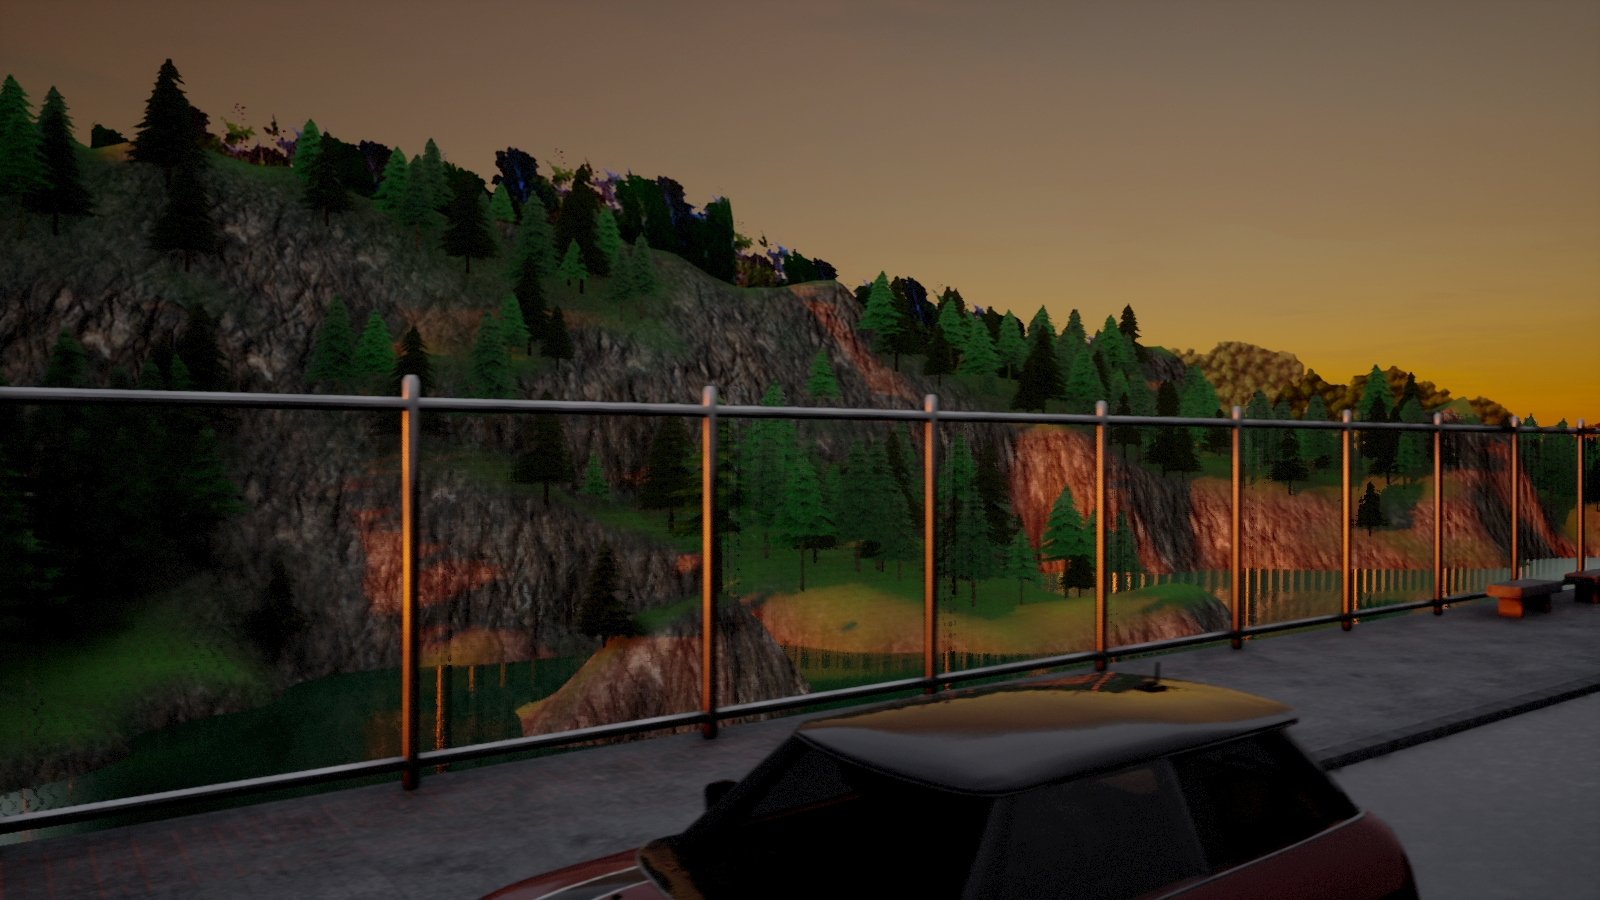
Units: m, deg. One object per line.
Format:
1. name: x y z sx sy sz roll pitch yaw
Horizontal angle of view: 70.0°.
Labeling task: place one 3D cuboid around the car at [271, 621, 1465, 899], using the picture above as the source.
1. car: 0.519 1.905 4.661 4.553 1.767 2.097 0 0 -35
